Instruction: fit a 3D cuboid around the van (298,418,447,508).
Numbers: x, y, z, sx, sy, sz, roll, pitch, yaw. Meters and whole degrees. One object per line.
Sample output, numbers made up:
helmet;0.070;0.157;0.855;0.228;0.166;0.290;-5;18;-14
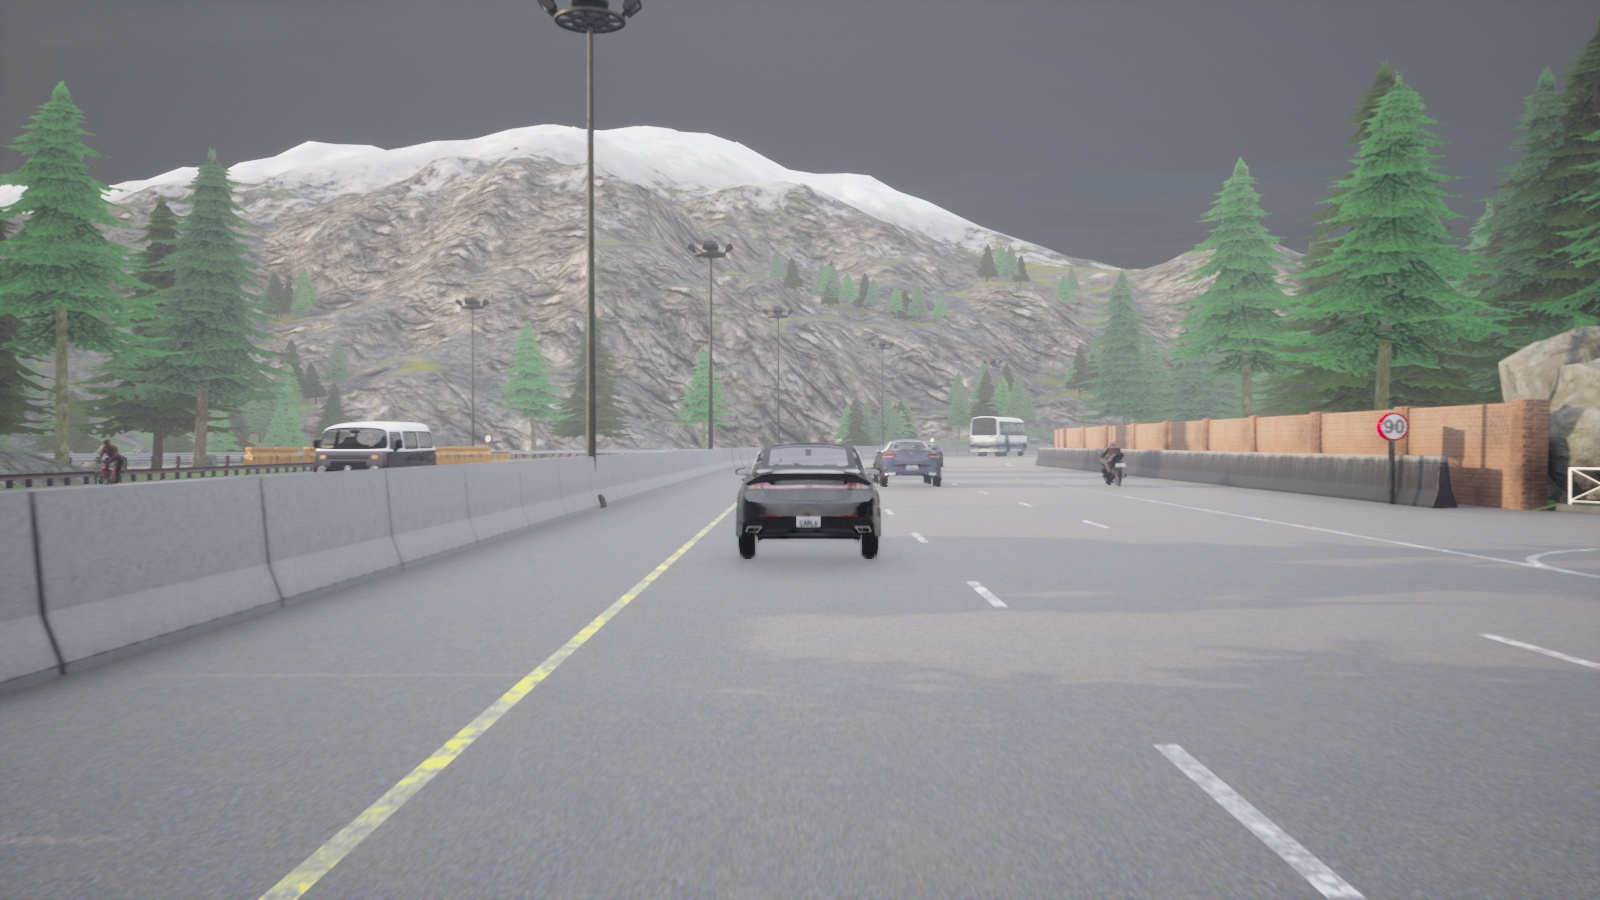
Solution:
van;-10.310;0.289;30.672;2.069;2.038;4.480;0;0;0

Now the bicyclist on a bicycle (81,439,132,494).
bicyclist on a bicycle;-20.771;0.470;37.641;0.582;1.620;1.656;0;1;0

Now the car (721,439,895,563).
car;0.117;0.604;17.823;2.128;1.511;4.902;0;0;0

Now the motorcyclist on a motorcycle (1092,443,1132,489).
motorcyclist on a motorcycle;10.772;0.545;43.410;0.866;1.530;2.191;0;0;0

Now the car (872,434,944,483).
car;3.770;0.276;44.732;2.152;1.651;5.027;0;0;0
